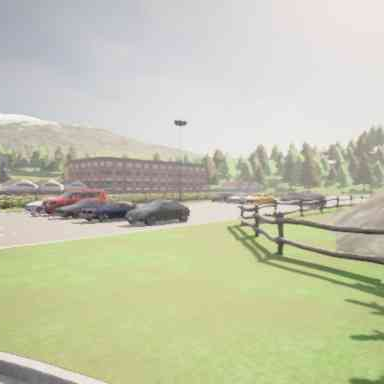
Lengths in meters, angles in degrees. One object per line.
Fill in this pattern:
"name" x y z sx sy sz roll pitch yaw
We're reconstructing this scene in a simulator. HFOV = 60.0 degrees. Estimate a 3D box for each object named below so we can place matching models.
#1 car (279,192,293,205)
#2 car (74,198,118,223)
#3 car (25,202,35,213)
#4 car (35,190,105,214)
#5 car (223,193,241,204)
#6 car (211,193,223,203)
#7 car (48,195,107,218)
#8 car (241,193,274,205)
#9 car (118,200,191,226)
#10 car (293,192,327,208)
"car" 13.095 0.784 43.173 2.097 1.767 4.553 1 1 42
"car" -5.202 1.304 22.682 1.895 1.301 4.718 1 1 42
"car" -12.568 1.132 30.188 1.812 1.442 4.674 1 1 41
"car" -9.763 0.856 28.084 2.150 2.045 5.566 1 1 42
"car" 6.761 0.915 46.608 1.812 1.442 4.674 1 1 42
"car" 4.802 0.858 49.661 1.837 1.490 4.892 1 0 42
"car" -7.610 1.218 25.242 2.033 1.411 5.357 1 1 42
"car" 8.952 0.903 43.813 1.882 1.535 5.008 1 1 42
"car" -2.028 1.250 20.969 1.812 1.442 4.674 1 1 41
"car" 14.157 0.963 39.133 1.882 1.535 5.008 1 1 42
